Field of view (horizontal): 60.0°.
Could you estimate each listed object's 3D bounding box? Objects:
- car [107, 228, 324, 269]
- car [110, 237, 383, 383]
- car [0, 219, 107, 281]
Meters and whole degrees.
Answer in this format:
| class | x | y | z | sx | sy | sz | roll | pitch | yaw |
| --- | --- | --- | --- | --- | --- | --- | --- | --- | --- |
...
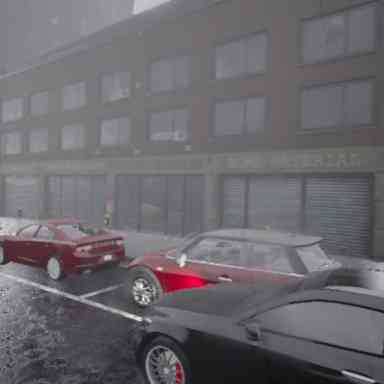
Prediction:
| class | x | y | z | sx | sy | sz | roll | pitch | yaw |
| --- | --- | --- | --- | --- | --- | --- | --- | --- | --- |
| car | 0.605 | 1.402 | 6.205 | 4.097 | 1.590 | 1.967 | 1 | 1 | 36 |
| car | 1.490 | 1.520 | 3.297 | 4.674 | 1.442 | 1.812 | 1 | 1 | 36 |
| car | -3.872 | 1.431 | 9.410 | 4.507 | 1.381 | 1.887 | 1 | 1 | 36 |
